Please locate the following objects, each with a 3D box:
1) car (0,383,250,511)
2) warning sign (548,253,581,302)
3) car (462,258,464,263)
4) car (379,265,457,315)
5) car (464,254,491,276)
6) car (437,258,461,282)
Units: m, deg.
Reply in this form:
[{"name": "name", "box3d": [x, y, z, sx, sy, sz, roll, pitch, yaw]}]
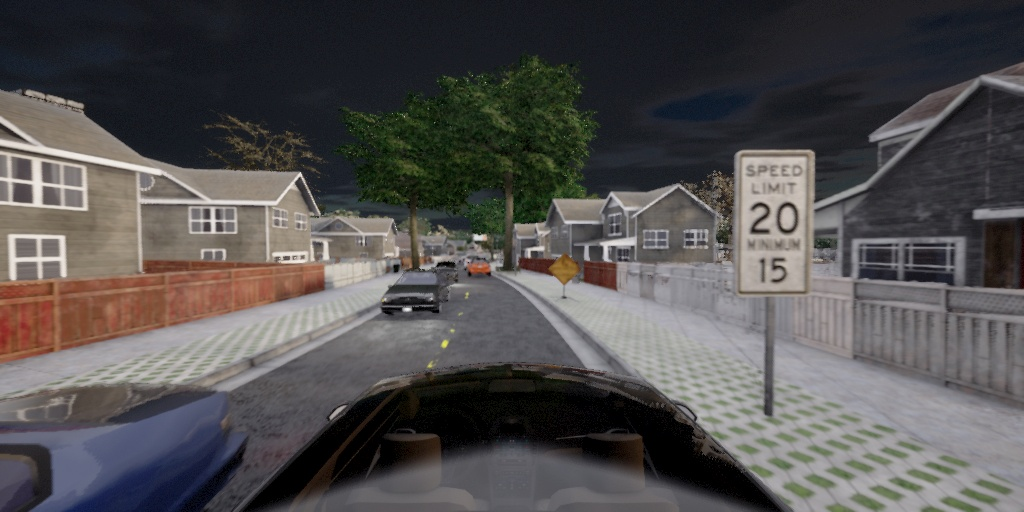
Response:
[{"name": "car", "box3d": [-2.957, 1.314, 0.358, 2.033, 1.411, 5.357, 0, 0, 0]}, {"name": "warning sign", "box3d": [2.034, 0.794, 14.029, 1.300, 1.860, 1.060, 0, 0, -4]}, {"name": "car", "box3d": [-4.948, 0.771, 45.916, 2.150, 2.045, 5.566, 0, 1, -7]}, {"name": "car", "box3d": [-3.422, 1.255, 13.671, 2.033, 1.411, 5.357, 0, 0, -5]}, {"name": "car", "box3d": [-3.201, 0.946, 34.436, 2.097, 1.767, 4.553, 0, 0, -9]}, {"name": "car", "box3d": [-4.964, 1.152, 27.103, 1.837, 1.490, 4.892, 0, 0, -8]}]
